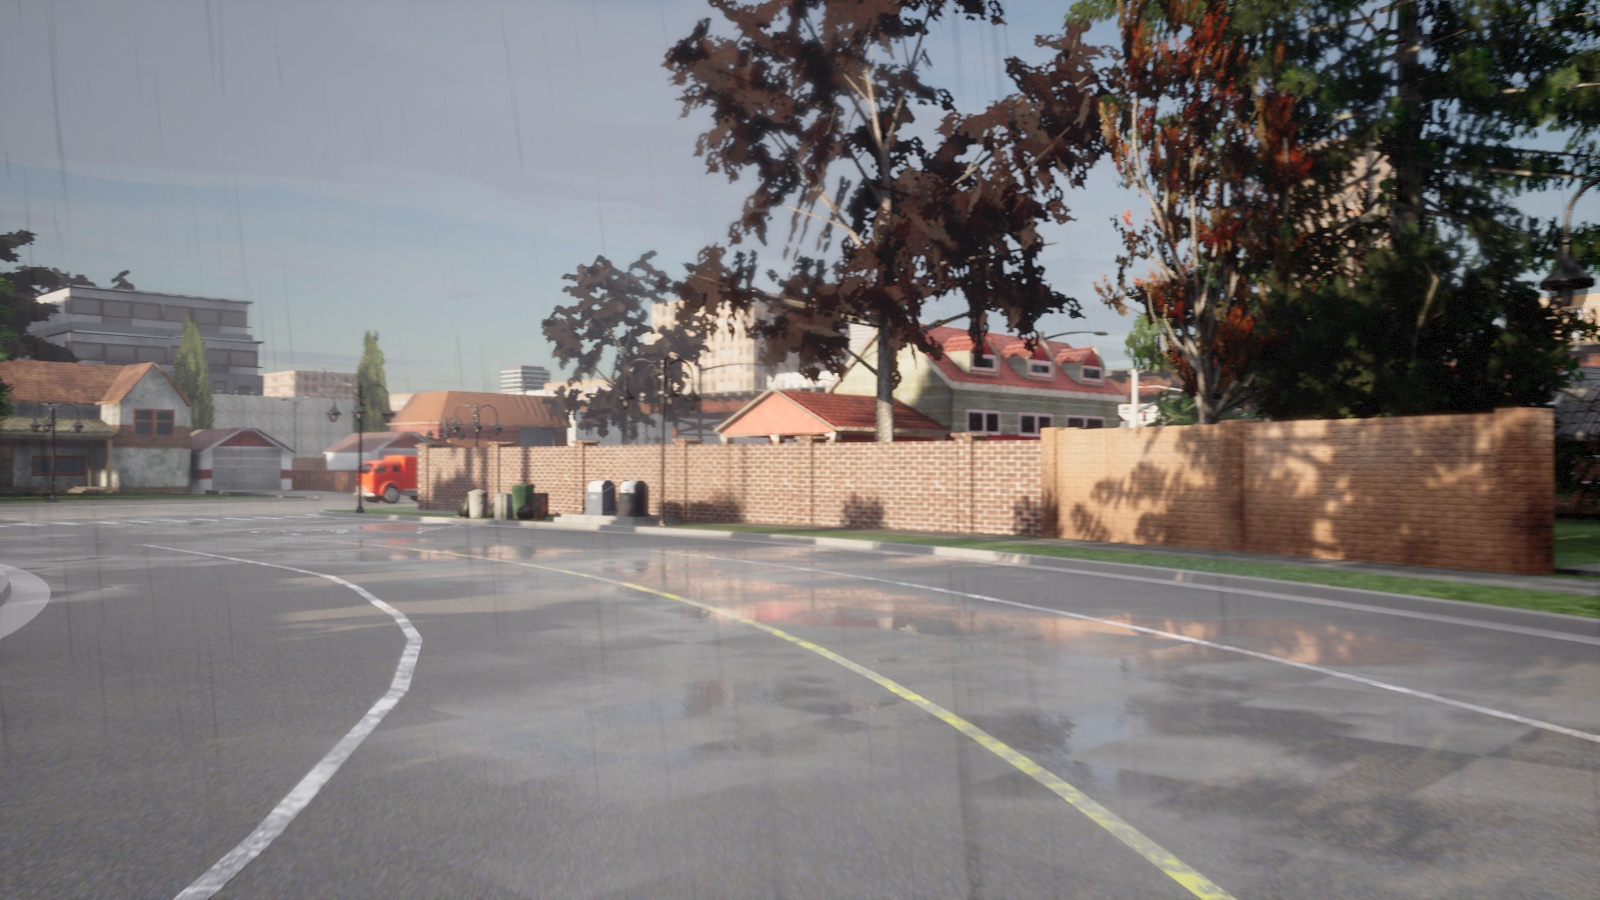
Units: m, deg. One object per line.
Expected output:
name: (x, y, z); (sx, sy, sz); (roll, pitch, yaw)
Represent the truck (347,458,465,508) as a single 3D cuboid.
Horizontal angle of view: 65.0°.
truck: (-20.454, 1.705, 65.313); (2.627, 2.467, 5.204); (-1, -2, 43)
